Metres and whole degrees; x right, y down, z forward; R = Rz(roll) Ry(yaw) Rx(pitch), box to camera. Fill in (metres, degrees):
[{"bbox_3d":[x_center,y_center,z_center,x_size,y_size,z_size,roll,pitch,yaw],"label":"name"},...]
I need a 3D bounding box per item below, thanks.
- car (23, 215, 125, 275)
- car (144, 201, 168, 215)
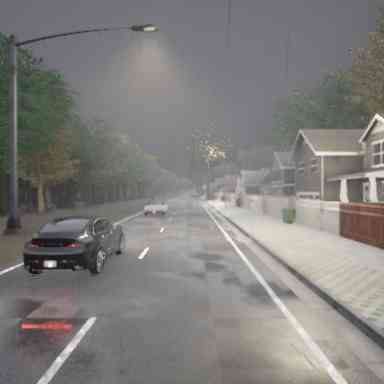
[{"bbox_3d":[-3.398,1.481,10.392,1.837,1.490,4.892,0,0,0],"label":"car"},{"bbox_3d":[-3.385,1.518,32.059,1.895,1.301,4.718,0,0,0],"label":"car"}]
